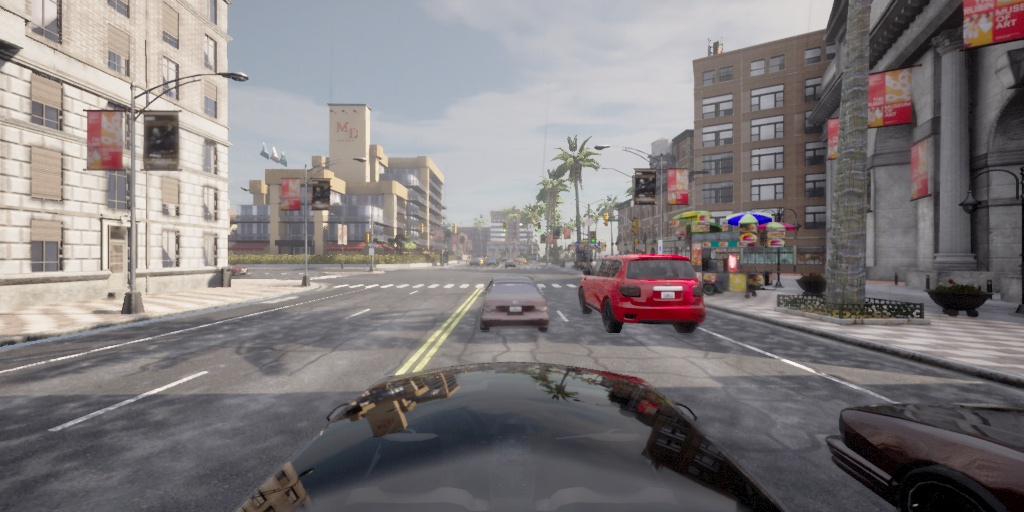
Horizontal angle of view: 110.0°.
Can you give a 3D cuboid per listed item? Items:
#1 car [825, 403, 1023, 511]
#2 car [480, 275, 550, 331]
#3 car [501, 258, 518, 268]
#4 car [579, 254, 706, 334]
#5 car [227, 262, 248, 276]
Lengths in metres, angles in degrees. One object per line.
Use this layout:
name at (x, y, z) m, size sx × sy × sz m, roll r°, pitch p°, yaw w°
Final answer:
car at (3.535, 1.297, 0.489) m, size 2.033 × 1.411 × 5.357 m, roll 0°, pitch 0°, yaw 1°
car at (0.014, 1.299, 10.992) m, size 2.033 × 1.411 × 5.357 m, roll 0°, pitch 0°, yaw -1°
car at (-0.380, 1.309, 63.814) m, size 2.033 × 1.411 × 5.357 m, roll 0°, pitch 0°, yaw -1°
car at (3.502, 0.973, 10.745) m, size 2.150 × 2.045 × 5.566 m, roll 0°, pitch 0°, yaw 0°
car at (-29.448, 1.283, 36.362) m, size 4.674 × 1.442 × 1.812 m, roll 0°, pitch 0°, yaw -1°
